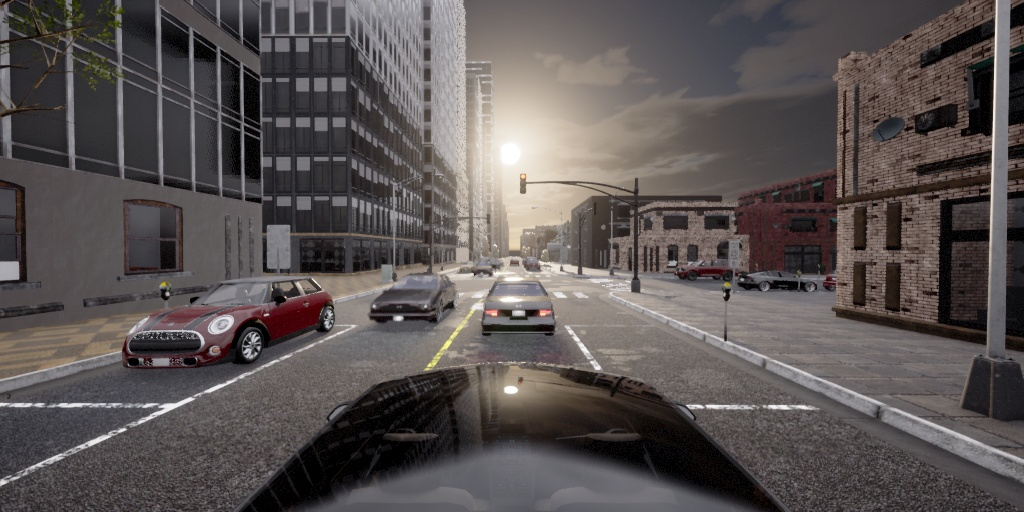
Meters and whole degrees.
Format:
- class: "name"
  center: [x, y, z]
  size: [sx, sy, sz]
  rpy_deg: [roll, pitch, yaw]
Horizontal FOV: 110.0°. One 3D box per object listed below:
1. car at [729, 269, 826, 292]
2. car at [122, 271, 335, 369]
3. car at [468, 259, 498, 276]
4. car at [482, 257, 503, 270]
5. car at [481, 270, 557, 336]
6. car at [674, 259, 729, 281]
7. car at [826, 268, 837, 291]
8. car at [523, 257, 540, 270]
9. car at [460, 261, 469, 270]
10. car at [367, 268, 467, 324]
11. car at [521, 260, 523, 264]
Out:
- class: "car"
  center: [16.550, 1.546, 22.512]
  size: [4.313, 1.339, 1.948]
  rpy_deg: [0, 0, 1]
- class: "car"
  center: [-5.654, 1.188, 7.786]
  size: [1.967, 1.591, 4.097]
  rpy_deg: [0, 0, 0]
- class: "car"
  center: [-2.864, 1.288, 36.637]
  size: [2.033, 1.411, 5.357]
  rpy_deg: [0, 0, 0]
- class: "car"
  center: [-2.755, 1.089, 52.013]
  size: [2.097, 1.767, 4.553]
  rpy_deg: [0, 0, 0]
- class: "car"
  center: [0.158, 1.295, 10.350]
  size: [2.033, 1.411, 5.357]
  rpy_deg: [0, 0, 0]
- class: "car"
  center: [16.713, 1.164, 30.889]
  size: [5.009, 1.841, 2.192]
  rpy_deg: [0, 0, 1]
- class: "car"
  center: [22.097, 1.473, 22.403]
  size: [4.097, 1.591, 1.967]
  rpy_deg: [0, 0, 1]
- class: "car"
  center: [3.023, 1.178, 51.265]
  size: [1.967, 1.591, 4.097]
  rpy_deg: [0, 0, 0]
- class: "car"
  center: [-5.534, 1.265, 45.564]
  size: [1.751, 1.417, 4.829]
  rpy_deg: [0, 0, 0]
- class: "car"
  center: [-3.033, 1.294, 12.278]
  size: [2.033, 1.411, 5.357]
  rpy_deg: [0, 0, 0]
- class: "car"
  center: [3.099, 1.051, 62.553]
  size: [2.192, 1.841, 5.009]
  rpy_deg: [0, 0, 0]
